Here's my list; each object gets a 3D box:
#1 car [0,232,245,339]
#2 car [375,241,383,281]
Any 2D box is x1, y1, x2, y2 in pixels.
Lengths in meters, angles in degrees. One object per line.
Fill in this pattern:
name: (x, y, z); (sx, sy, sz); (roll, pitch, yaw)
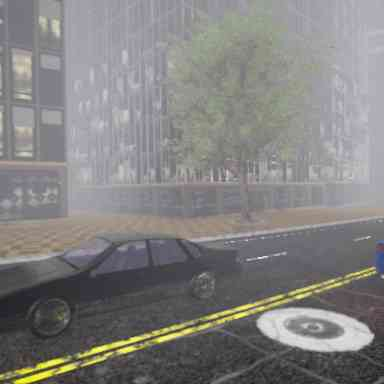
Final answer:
car: (-1.331, 1.562, 6.791); (5.357, 1.411, 2.033); (0, 0, -36)
car: (6.594, 1.487, 8.550); (5.008, 1.535, 1.882); (0, 0, -38)
